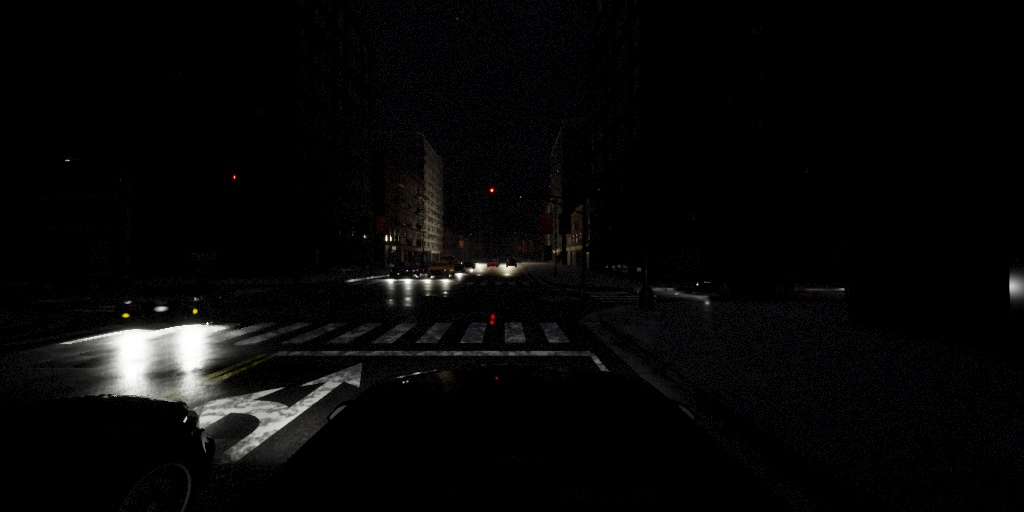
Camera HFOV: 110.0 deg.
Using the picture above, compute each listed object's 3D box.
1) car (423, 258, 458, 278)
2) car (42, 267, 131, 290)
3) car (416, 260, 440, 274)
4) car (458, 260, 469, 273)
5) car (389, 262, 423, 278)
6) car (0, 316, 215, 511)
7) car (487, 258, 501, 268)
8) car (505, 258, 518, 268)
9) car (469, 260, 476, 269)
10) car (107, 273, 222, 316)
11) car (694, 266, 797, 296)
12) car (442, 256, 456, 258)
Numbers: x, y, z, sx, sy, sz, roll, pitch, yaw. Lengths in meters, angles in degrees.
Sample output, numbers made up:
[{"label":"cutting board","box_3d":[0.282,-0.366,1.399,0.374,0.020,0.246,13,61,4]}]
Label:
[{"label":"car","box_3d":[-6.647,1.226,33.921,1.882,1.535,5.008,0,0,0]},{"label":"car","box_3d":[-25.404,1.330,21.630,4.313,1.339,1.948,0,0,0]},{"label":"car","box_3d":[-9.908,1.272,42.561,1.812,1.442,4.674,0,0,0]},{"label":"car","box_3d":[-6.663,1.310,42.910,1.994,1.385,4.181,0,0,0]},{"label":"car","box_3d":[-9.897,1.274,33.546,1.812,1.442,4.674,0,0,0]},{"label":"car","box_3d":[-3.243,1.276,0.818,1.812,1.442,4.674,0,0,0]},{"label":"car","box_3d":[-3.344,1.341,62.677,1.895,1.301,4.718,0,0,0]},{"label":"car","box_3d":[-0.093,1.245,62.235,1.837,1.490,4.892,0,0,0]},{"label":"car","box_3d":[-6.665,1.306,54.816,1.994,1.385,4.181,0,0,1]},{"label":"car","box_3d":[-10.988,1.303,11.795,1.994,1.385,4.181,0,0,-33]},{"label":"car","box_3d":[12.430,1.294,19.298,4.892,1.490,1.837,0,0,1]},{"label":"car","box_3d":[-9.922,0.961,56.040,2.150,2.045,5.566,0,0,0]}]
